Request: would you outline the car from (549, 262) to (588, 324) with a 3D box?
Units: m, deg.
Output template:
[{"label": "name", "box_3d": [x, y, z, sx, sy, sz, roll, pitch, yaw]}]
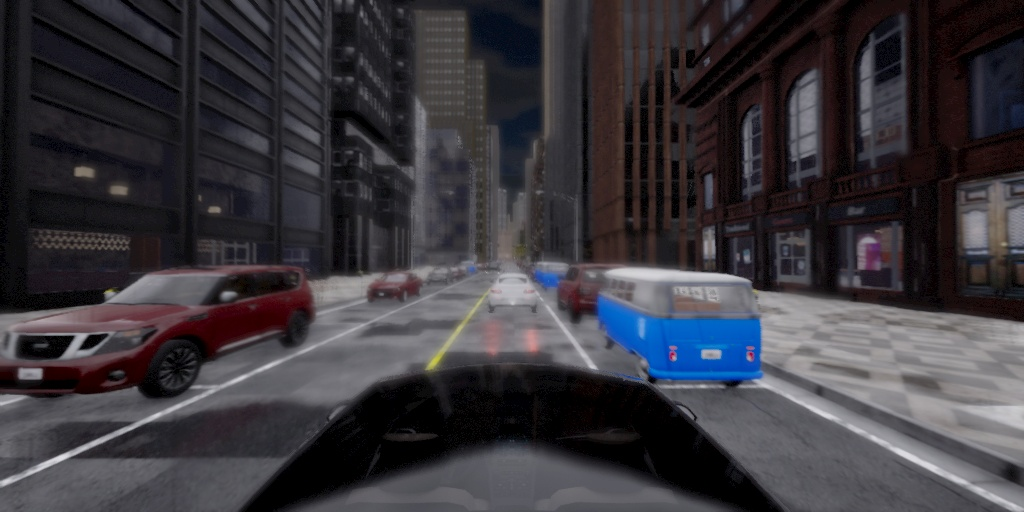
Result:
[{"label": "car", "box_3d": [2.762, 1.180, 12.449, 2.192, 1.841, 5.009, 0, 0, 0]}]

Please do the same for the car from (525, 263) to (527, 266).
[{"label": "car", "box_3d": [2.760, 1.746, 40.629, 1.948, 1.339, 4.313, 0, 0, 0]}]

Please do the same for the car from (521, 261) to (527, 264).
[{"label": "car", "box_3d": [2.759, 1.903, 57.708, 1.751, 1.417, 4.829, 0, 0, 0]}]

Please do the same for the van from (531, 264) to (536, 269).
[{"label": "van", "box_3d": [2.761, 1.394, 29.357, 1.690, 1.789, 3.998, 0, 0, 0]}]

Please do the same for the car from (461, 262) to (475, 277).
[{"label": "car", "box_3d": [-5.765, 1.731, 40.612, 2.007, 1.370, 4.403, 0, 0, 0]}]

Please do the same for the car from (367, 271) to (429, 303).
[{"label": "car", "box_3d": [-5.764, 1.473, 18.069, 1.888, 1.381, 4.507, 0, 0, 0]}]

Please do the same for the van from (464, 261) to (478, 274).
[{"label": "van", "box_3d": [-5.765, 1.587, 46.248, 1.690, 1.789, 3.998, 0, 0, 0]}]

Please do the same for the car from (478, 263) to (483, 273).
[{"label": "car", "box_3d": [-5.766, 1.862, 51.884, 2.007, 1.370, 4.403, 0, 0, 0]}]

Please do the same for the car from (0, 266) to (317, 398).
[{"label": "car", "box_3d": [-5.763, 1.120, 6.798, 2.192, 1.841, 5.009, 0, 0, 0]}]

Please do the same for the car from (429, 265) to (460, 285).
[{"label": "car", "box_3d": [-5.764, 1.604, 29.341, 2.007, 1.370, 4.403, 0, 0, 0]}]

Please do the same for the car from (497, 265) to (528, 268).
[{"label": "car", "box_3d": [0.038, 1.645, 28.592, 1.895, 1.301, 4.718, 0, -1, 0]}]

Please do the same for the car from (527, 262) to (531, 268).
[{"label": "car", "box_3d": [2.760, 1.556, 34.993, 1.967, 1.591, 4.097, 0, 0, 0]}]

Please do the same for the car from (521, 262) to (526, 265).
[{"label": "car", "box_3d": [2.759, 1.877, 51.902, 1.948, 1.339, 4.313, 0, 0, 0]}]

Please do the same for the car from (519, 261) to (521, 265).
[{"label": "car", "box_3d": [2.758, 2.011, 63.174, 1.948, 1.339, 4.313, 0, 0, 0]}]

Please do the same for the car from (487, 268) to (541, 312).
[{"label": "car", "box_3d": [0.046, 1.418, 14.861, 1.812, 1.442, 4.674, 0, 0, 0]}]

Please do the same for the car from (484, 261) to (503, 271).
[{"label": "car", "box_3d": [-3.059, 1.754, 59.505, 2.097, 1.767, 4.553, 0, -1, 0]}]

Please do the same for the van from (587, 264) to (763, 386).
[{"label": "van", "box_3d": [2.762, 1.146, 6.813, 1.690, 1.789, 3.998, 0, 0, 0]}]

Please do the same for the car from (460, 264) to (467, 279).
[{"label": "car", "box_3d": [-5.765, 1.699, 34.976, 1.802, 1.307, 4.207, 0, 0, 0]}]

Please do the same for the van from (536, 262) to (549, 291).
[{"label": "van", "box_3d": [2.761, 1.331, 23.721, 1.690, 1.789, 3.998, 0, 0, 0]}]

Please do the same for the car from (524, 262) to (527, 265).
[{"label": "car", "box_3d": [2.760, 1.827, 46.265, 1.802, 1.307, 4.207, 0, 0, 0]}]
